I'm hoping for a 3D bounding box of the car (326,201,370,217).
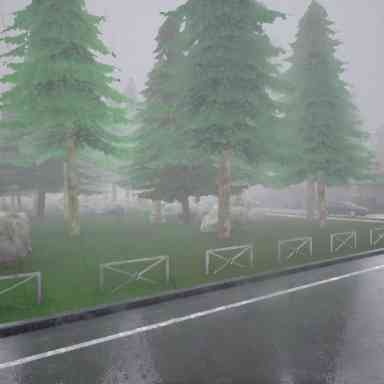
[{"bbox_3d":[15.286,1.675,33.561,1.837,1.490,4.892,0,0,-35],"label":"car"}]

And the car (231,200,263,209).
[{"bbox_3d":[7.404,1.522,45.012,2.097,1.767,4.553,0,0,-33],"label":"car"}]
